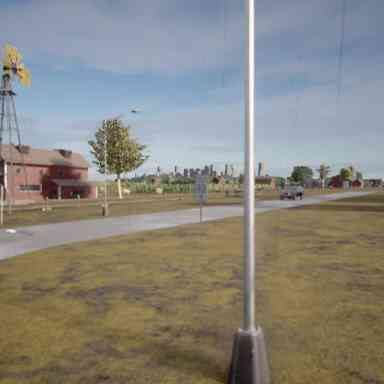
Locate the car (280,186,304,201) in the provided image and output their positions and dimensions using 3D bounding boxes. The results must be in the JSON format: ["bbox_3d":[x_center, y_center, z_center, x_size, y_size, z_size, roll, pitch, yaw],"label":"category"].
[{"bbox_3d":[14.866,0.169,49.233,2.150,2.045,5.566,1,2,36],"label":"car"}]
